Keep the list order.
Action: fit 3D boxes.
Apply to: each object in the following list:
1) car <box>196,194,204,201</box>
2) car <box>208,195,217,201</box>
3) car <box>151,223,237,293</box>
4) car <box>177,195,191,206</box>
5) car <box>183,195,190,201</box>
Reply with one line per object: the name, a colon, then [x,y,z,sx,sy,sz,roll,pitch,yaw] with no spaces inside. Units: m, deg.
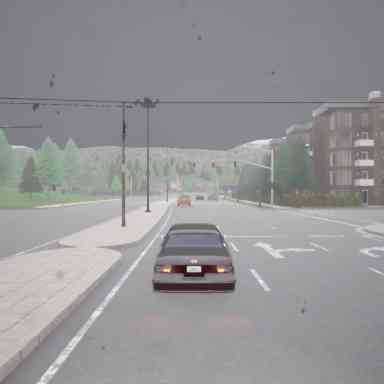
car: [2.043,1.477,85.582,1.882,1.535,5.008,0,0,0]
car: [5.543,1.539,85.587,2.033,1.411,5.357,0,0,0]
car: [0.048,1.547,8.975,2.033,1.411,5.357,0,0,0]
car: [-1.317,1.352,54.721,2.097,1.767,4.553,0,0,-1]
car: [-1.457,1.523,85.546,1.812,1.442,4.674,0,0,0]
